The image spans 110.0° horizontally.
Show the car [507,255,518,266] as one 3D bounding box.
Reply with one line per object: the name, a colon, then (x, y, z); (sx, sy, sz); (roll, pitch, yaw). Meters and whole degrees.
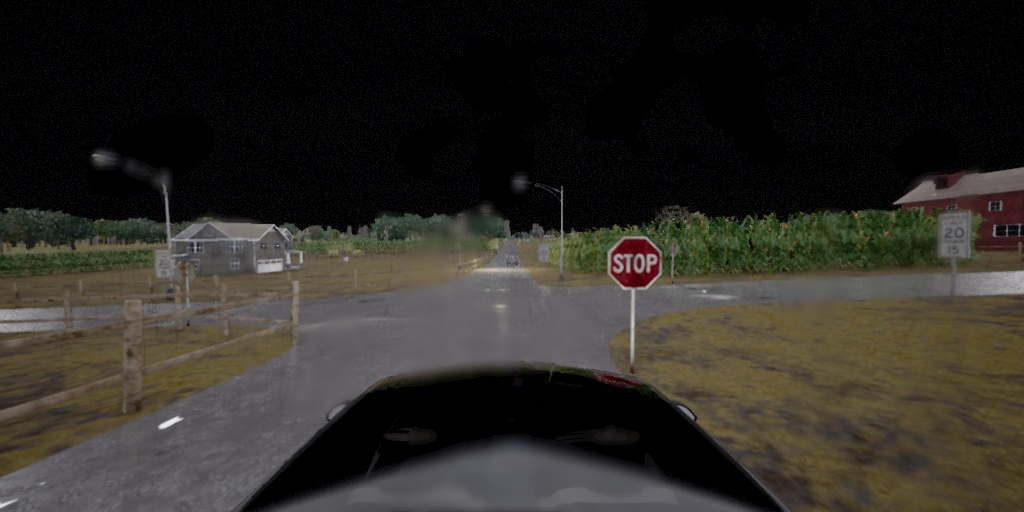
car: (0.024, 0.843, 61.694); (2.128, 1.511, 4.902); (0, 1, 0)
